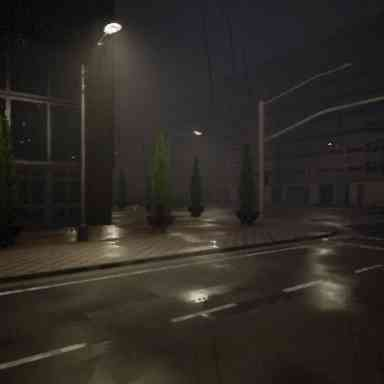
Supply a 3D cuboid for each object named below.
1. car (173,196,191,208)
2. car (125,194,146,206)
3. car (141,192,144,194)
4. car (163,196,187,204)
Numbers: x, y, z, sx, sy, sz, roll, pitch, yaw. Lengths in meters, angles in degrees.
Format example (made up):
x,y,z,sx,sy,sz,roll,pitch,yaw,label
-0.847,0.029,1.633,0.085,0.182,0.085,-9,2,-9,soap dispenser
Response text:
x,y,z,sx,sy,sz,roll,pitch,yaw,label
-1.690,1.385,47.426,2.128,1.511,4.902,0,0,-35,car
-9.195,1.406,52.026,1.837,1.490,4.892,0,0,-35,car
-9.129,1.100,70.284,2.150,2.045,5.566,0,0,-35,car
-3.211,1.427,61.977,2.033,1.411,5.357,0,0,-35,car
